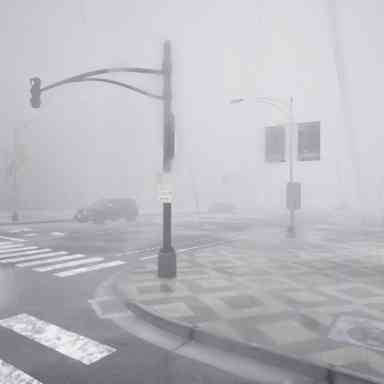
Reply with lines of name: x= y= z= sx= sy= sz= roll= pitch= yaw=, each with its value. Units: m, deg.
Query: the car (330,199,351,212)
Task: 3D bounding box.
car: x=24.540 y=2.381 z=54.106 sx=2.128 sy=1.511 sz=4.902 roll=0 pitch=-1 yaw=35

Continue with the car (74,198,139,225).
car: x=-6.783 y=1.502 z=27.003 sx=2.150 sy=2.045 sz=5.566 roll=0 pitch=-1 yaw=35

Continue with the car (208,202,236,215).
car: x=3.843 y=2.055 z=42.014 sx=1.837 sy=1.490 sz=4.892 roll=0 pitch=-1 yaw=35
